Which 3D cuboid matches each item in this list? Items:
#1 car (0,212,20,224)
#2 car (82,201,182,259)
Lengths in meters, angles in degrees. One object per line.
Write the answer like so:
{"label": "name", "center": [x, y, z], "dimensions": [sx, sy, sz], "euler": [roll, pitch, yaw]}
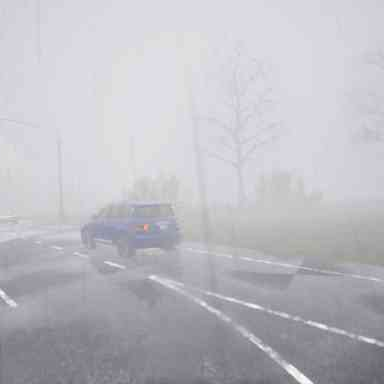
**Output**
{"label": "car", "center": [-18.986, 2.641, 33.662], "dimensions": [1.895, 1.301, 4.718], "euler": [-2, -1, -40]}
{"label": "car", "center": [-2.711, 1.451, 14.021], "dimensions": [2.150, 2.045, 5.566], "euler": [-2, -1, -40]}
